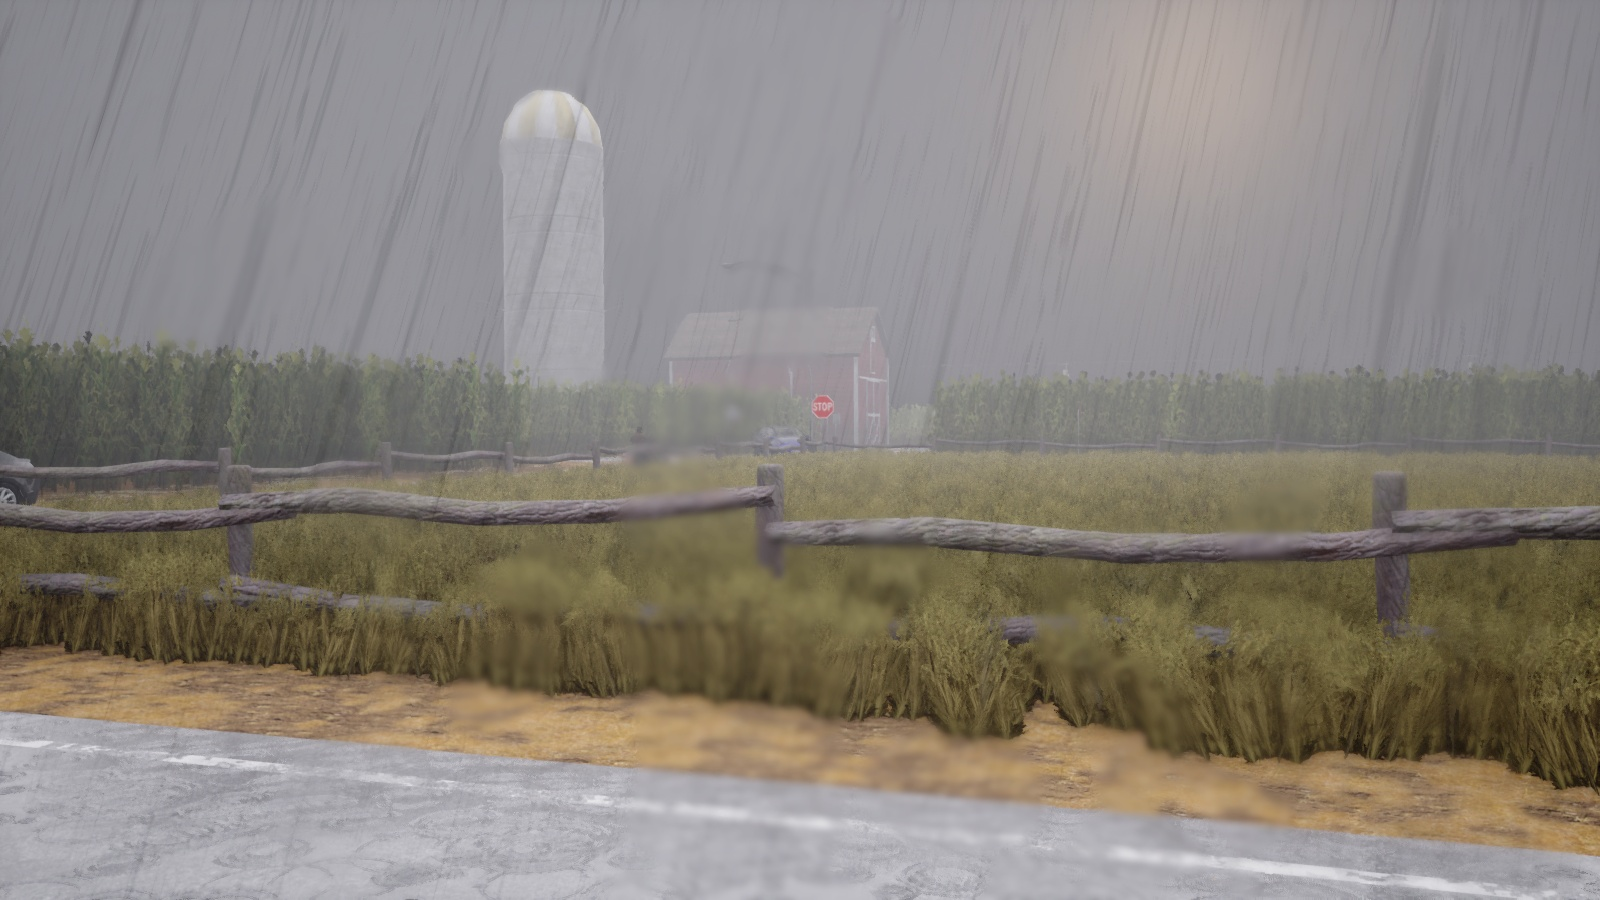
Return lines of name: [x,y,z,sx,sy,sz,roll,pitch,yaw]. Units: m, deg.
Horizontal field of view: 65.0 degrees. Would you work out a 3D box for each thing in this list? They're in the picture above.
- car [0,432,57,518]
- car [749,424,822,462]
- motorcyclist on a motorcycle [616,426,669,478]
car: [-15.187,0.441,20.839,1.837,1.490,4.892,1,1,19]
car: [-0.694,-0.340,55.403,2.007,1.525,4.514,0,2,-17]
motorcyclist on a motorcycle: [-5.101,0.033,40.960,0.766,1.649,2.350,1,1,19]
